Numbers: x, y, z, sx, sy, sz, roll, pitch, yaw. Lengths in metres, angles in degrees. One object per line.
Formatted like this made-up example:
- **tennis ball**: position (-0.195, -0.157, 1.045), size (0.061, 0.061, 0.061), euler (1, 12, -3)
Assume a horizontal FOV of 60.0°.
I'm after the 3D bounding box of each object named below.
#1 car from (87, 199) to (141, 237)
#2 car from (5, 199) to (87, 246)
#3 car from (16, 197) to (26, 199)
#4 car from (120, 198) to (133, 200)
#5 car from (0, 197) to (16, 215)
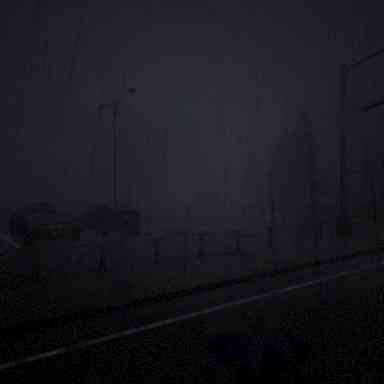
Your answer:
- **car**: position (-4.226, 1.311, 16.862), size (2.007, 1.523, 4.514), euler (0, 0, -36)
- **car**: position (-6.732, 1.317, 14.974), size (2.152, 1.636, 5.027), euler (0, 0, -36)
- **car**: position (-19.553, 1.348, 37.906), size (1.845, 1.501, 3.633), euler (0, 0, -36)
- **car**: position (-9.297, 1.509, 47.481), size (1.895, 1.301, 4.718), euler (0, 0, -36)
- **car**: position (-17.596, 1.372, 30.153), size (1.970, 1.475, 3.806), euler (0, 0, -36)
